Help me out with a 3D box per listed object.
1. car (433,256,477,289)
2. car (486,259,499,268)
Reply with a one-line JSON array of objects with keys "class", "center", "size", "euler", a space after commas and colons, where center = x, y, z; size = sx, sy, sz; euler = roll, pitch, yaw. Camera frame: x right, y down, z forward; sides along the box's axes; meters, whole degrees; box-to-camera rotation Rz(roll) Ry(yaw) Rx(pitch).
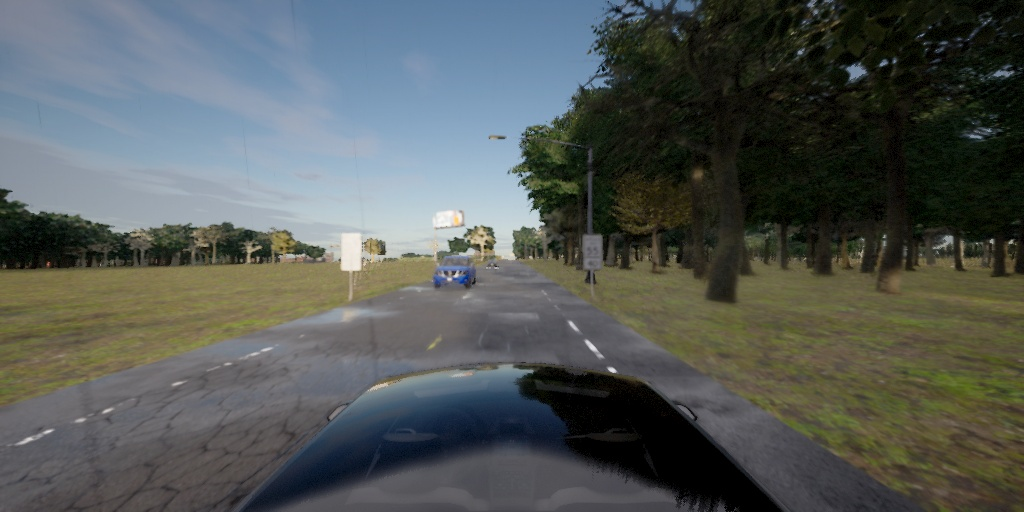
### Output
[{"class": "car", "center": [-3.586, 0.986, 23.440], "size": [2.150, 2.045, 5.566], "euler": [0, 0, 0]}, {"class": "car", "center": [-3.495, 1.281, 64.748], "size": [1.837, 1.490, 4.892], "euler": [0, 0, 0]}]
